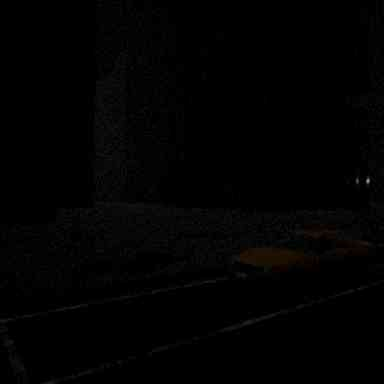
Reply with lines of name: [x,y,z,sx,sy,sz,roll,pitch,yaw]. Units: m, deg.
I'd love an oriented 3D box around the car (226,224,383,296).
car: [3.063,1.588,8.840,4.829,1.417,1.752,1,0,-36]
